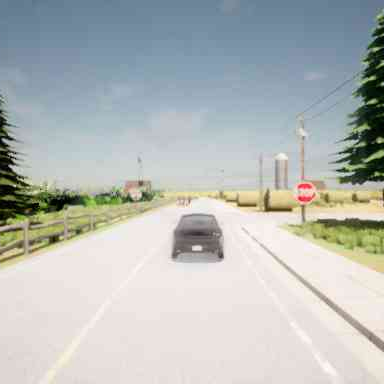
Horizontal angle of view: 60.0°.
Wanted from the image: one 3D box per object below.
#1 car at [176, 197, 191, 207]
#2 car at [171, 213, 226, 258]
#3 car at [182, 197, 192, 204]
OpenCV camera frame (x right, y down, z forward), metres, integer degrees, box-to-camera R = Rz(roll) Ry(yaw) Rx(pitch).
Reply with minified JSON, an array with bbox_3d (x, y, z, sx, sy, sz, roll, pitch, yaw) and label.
[{"bbox_3d":[-1.772,1.713,60.629,2.097,1.767,4.553,0,0,2],"label":"car"},{"bbox_3d":[0.261,1.577,13.100,1.837,1.490,4.892,0,0,2],"label":"car"},{"bbox_3d":[-1.170,1.974,77.146,2.033,1.411,5.357,0,0,2],"label":"car"}]
